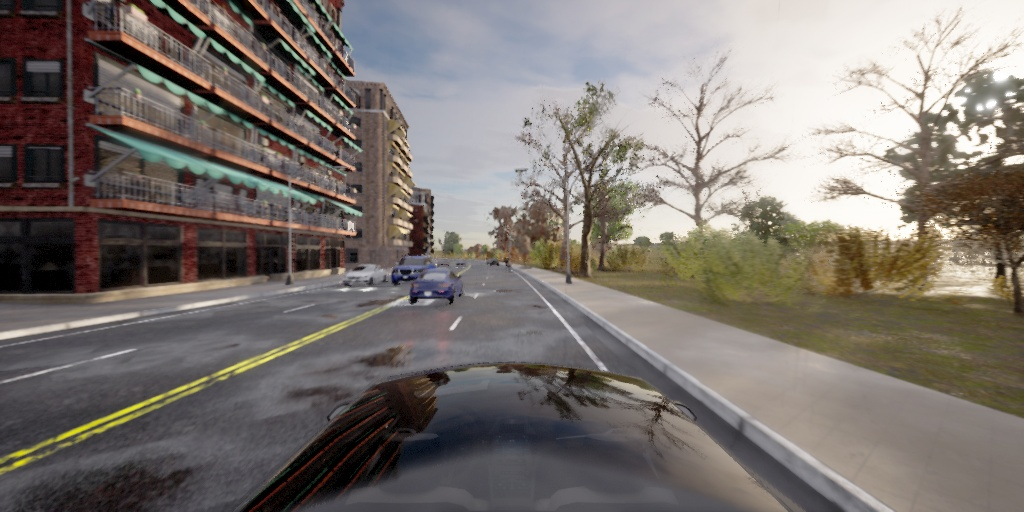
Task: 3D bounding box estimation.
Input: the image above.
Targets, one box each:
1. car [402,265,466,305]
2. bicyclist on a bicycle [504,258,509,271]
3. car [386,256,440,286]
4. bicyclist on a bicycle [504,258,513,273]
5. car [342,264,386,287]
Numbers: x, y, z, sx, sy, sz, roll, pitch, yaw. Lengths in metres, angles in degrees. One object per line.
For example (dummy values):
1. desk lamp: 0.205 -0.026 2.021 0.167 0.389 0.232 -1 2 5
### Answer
1. car: -3.301 1.292 16.212 1.812 1.442 4.674 0 0 -1
2. bicyclist on a bicycle: -0.769 1.147 50.581 0.659 1.776 1.843 0 0 -4
3. car: -7.003 1.000 25.987 2.150 2.045 5.566 0 0 -2
4. bicyclist on a bicycle: -0.256 1.210 42.411 0.866 1.612 1.509 0 0 -3
5. car: -10.244 1.311 25.350 1.812 1.442 4.674 0 0 -2
